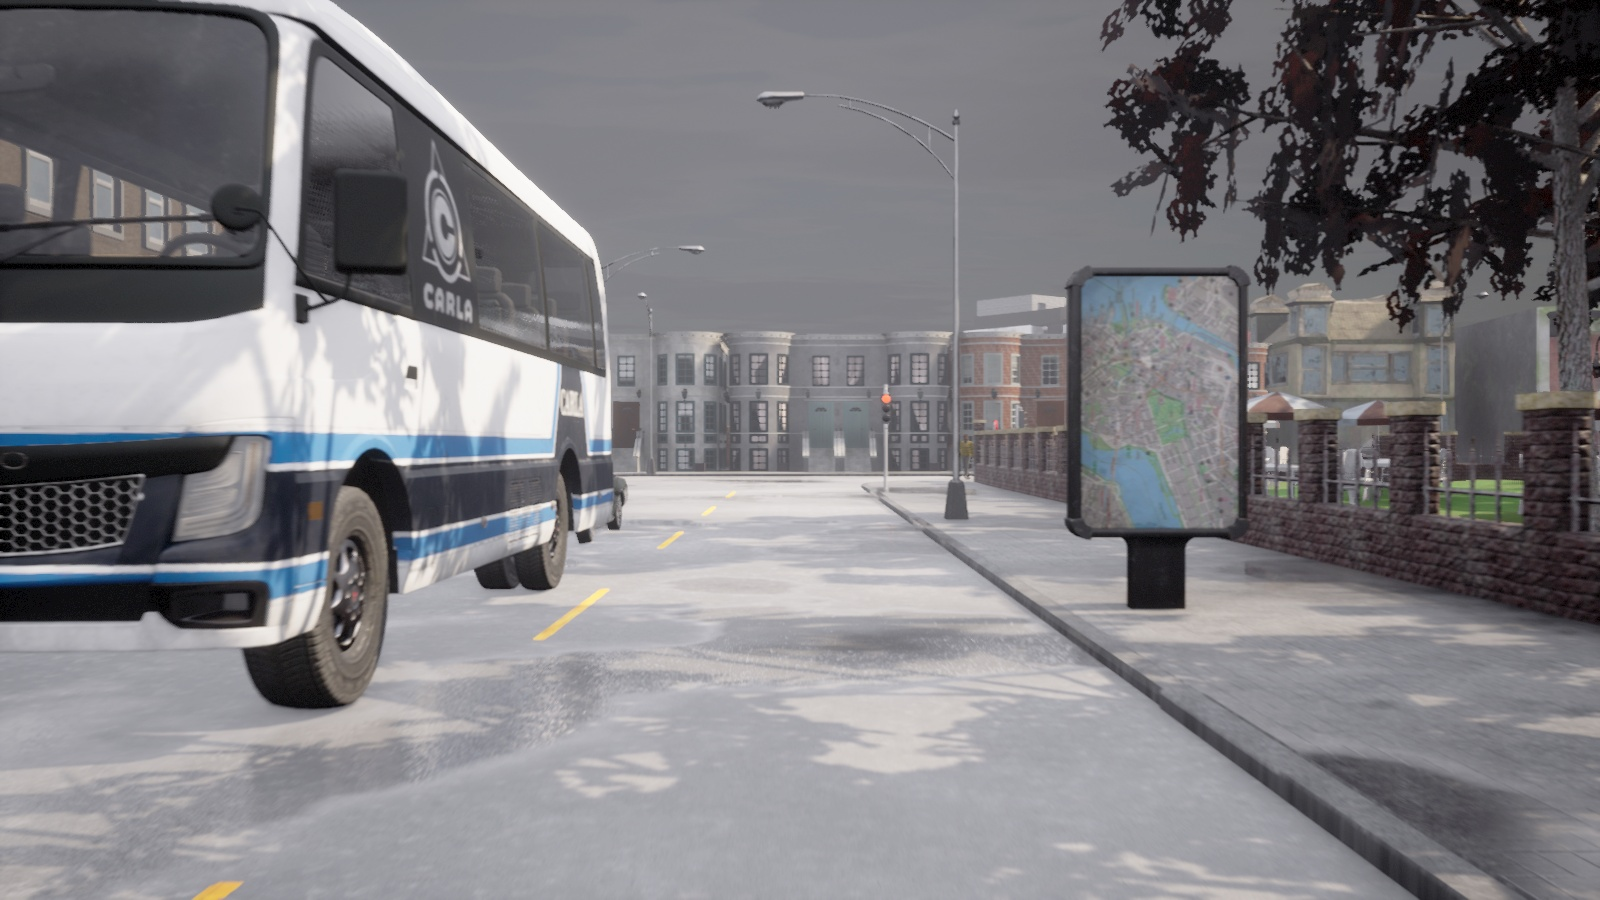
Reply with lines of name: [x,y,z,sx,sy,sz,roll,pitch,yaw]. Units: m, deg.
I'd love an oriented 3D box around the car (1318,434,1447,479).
car: [25.001,0.281,53.984,4.605,1.855,1.932,1,0,0]

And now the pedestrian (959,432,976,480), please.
pedestrian: [6.473,0.222,48.529,0.431,1.840,0.709,0,0,24]

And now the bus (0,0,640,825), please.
bus: [-3.982,-0.690,10.067,3.944,4.253,10.273,0,0,1]

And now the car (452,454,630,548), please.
car: [-3.990,0.730,20.162,1.895,1.301,4.718,0,0,0]
